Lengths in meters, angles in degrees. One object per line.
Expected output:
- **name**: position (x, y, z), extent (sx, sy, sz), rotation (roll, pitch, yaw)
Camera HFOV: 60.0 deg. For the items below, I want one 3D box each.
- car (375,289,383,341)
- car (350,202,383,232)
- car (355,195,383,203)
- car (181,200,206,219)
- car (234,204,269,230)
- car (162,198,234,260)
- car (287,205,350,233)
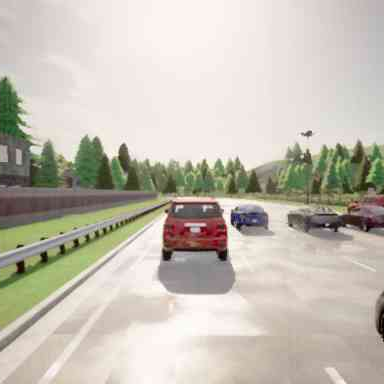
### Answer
- **car**: position (3.599, 1.509, 2.932), extent (1.837, 1.490, 4.892), rotation (0, 0, 0)
- **car**: position (10.587, 1.554, 20.047), extent (1.812, 1.442, 4.674), rotation (0, 0, 0)
- **car**: position (14.100, 1.257, 25.542), extent (2.150, 2.045, 5.566), rotation (0, 0, 0)
- **car**: position (0.103, 1.535, 31.102), extent (2.128, 1.511, 4.902), rotation (0, 0, 0)
- **car**: position (3.601, 1.508, 21.540), extent (1.882, 1.535, 5.008), rotation (0, 0, 0)
- **car**: position (0.100, 1.239, 12.698), extent (2.150, 2.045, 5.566), rotation (0, 0, 0)
- **car**: position (7.102, 1.519, 19.866), extent (2.128, 1.511, 4.902), rotation (0, 0, 0)
